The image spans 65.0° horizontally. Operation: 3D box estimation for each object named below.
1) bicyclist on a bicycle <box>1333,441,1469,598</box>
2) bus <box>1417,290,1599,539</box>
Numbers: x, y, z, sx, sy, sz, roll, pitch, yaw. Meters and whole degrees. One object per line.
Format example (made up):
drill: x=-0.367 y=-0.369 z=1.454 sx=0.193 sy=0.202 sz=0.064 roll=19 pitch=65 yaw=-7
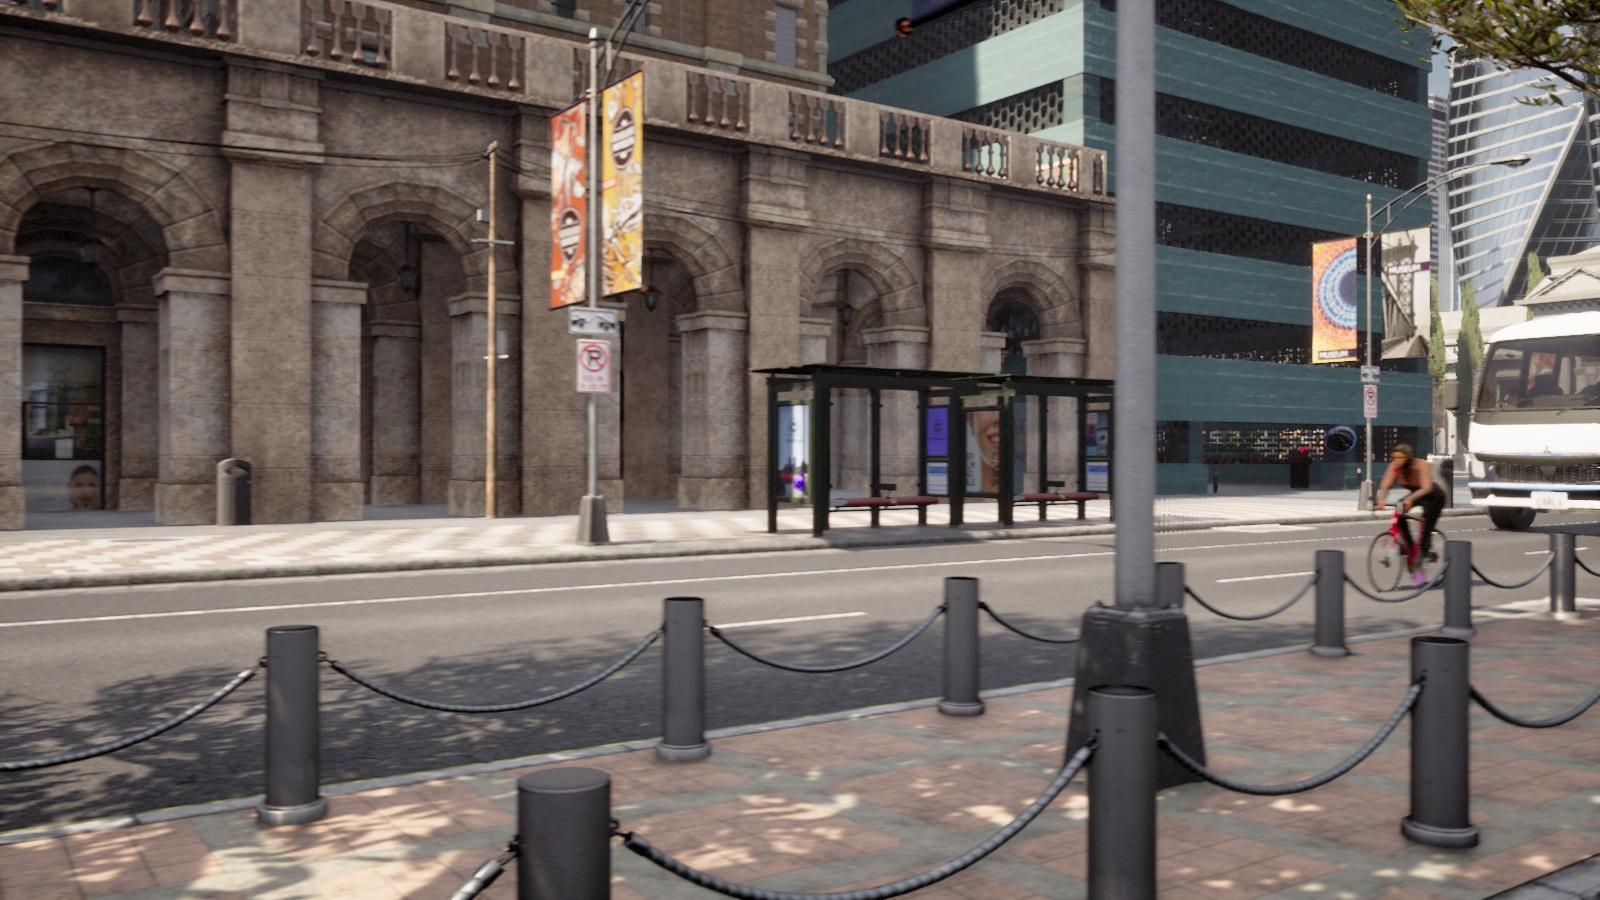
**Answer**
bicyclist on a bicycle: x=6.582 y=0.717 z=13.723 sx=1.656 sy=1.620 sz=0.582 roll=0 pitch=0 yaw=-35
bus: x=17.171 y=-0.606 z=25.362 sx=10.273 sy=4.253 sz=3.944 roll=0 pitch=0 yaw=-35
